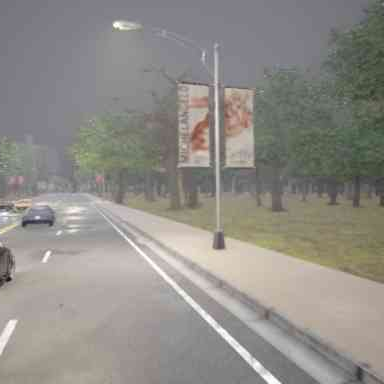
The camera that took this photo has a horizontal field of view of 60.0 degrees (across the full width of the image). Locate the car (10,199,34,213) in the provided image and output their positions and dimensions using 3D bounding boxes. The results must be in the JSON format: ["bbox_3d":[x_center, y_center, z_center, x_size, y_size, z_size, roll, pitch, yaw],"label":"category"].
[{"bbox_3d":[-19.707,1.623,39.462,1.882,1.535,5.008,-1,0,-18],"label":"car"}]

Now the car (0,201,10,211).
[{"bbox_3d":[-24.262,1.795,42.894,1.895,1.301,4.718,-1,0,-18],"label":"car"}]

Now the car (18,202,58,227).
[{"bbox_3d":[-10.740,1.638,23.641,1.994,1.385,4.181,-1,0,-19],"label":"car"}]

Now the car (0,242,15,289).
[{"bbox_3d":[-5.150,1.614,7.038,1.994,1.385,4.181,-1,0,-19],"label":"car"}]
